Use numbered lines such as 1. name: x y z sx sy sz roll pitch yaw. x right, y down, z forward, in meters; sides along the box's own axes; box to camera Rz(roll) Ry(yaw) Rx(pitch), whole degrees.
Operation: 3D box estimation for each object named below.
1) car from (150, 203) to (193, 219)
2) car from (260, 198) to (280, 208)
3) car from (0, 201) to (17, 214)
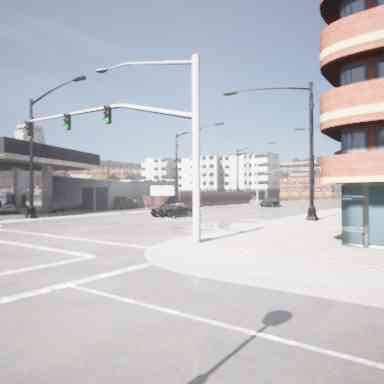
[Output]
1. car: -1.800 1.742 31.179 1.895 1.301 4.718 -1 0 35
2. car: 12.053 1.649 51.225 1.837 1.490 4.892 -1 -1 35
3. car: -22.039 1.749 38.530 3.806 1.475 1.970 -1 0 36
